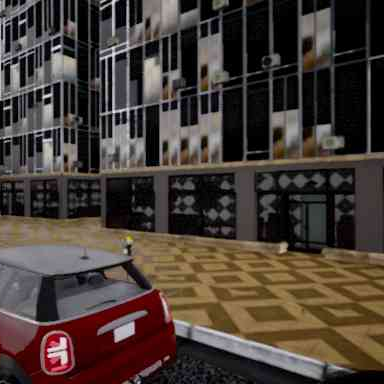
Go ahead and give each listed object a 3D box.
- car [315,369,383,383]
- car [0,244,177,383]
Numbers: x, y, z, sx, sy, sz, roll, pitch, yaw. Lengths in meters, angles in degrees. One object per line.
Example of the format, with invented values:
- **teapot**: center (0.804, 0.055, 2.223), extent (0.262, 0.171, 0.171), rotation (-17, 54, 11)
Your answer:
- **car**: center (2.364, 1.568, 1.192), extent (4.313, 1.339, 1.947), rotation (0, 0, 36)
- **car**: center (-2.261, 1.433, 4.492), extent (4.097, 1.590, 1.967), rotation (0, 0, 35)
